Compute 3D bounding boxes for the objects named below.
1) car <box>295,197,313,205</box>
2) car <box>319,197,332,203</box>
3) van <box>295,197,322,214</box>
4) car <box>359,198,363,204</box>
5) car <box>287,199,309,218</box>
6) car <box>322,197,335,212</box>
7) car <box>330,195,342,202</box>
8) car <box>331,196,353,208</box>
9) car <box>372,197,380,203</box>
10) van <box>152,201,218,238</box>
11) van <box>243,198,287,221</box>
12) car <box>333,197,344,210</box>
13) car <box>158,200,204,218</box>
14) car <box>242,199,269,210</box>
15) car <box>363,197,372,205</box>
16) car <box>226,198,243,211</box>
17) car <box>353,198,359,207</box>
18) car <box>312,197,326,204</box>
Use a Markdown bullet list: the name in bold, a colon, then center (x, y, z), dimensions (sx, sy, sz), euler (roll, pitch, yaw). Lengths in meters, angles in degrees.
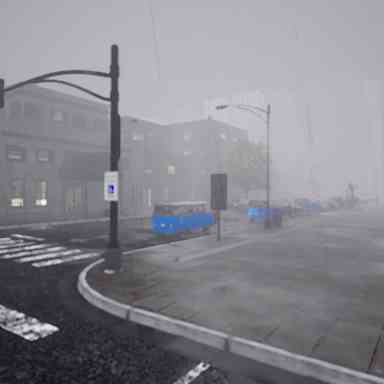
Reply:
- **car**: center (21.370, 1.703, 63.332), dimensions (1.887, 1.381, 4.507), euler (0, 0, 35)
- **car**: center (30.896, 1.790, 76.883), dimensions (1.947, 1.339, 4.313), euler (0, 0, 35)
- **van**: center (12.338, 1.468, 35.912), dimensions (1.690, 1.788, 3.998), euler (0, 0, 35)
- **car**: center (28.313, 1.746, 58.637), dimensions (1.752, 1.417, 4.829), euler (0, 0, 35)
- **car**: center (9.160, 1.654, 31.394), dimensions (1.887, 1.381, 4.507), euler (0, 0, 35)
- **car**: center (15.610, 1.670, 40.568), dimensions (1.752, 1.417, 4.829), euler (0, 0, 35)
- **car**: center (37.248, 1.710, 85.917), dimensions (1.967, 1.590, 4.097), euler (0, 0, 35)
- **car**: center (21.865, 1.496, 49.464), dimensions (2.192, 1.841, 5.009), euler (0, 0, 35)
- **car**: center (44.094, 1.898, 81.083), dimensions (1.947, 1.339, 4.313), euler (0, 0, 35)
- **van**: center (-0.365, 1.406, 17.843), dimensions (1.690, 1.788, 3.998), euler (0, 0, 35)
- **van**: center (5.986, 1.435, 26.878), dimensions (1.690, 1.788, 3.998), euler (0, 0, 35)
- **car**: center (18.687, 1.728, 44.946), dimensions (1.947, 1.339, 4.313), euler (0, 0, 35)
- **car**: center (-0.958, 1.557, 31.573), dimensions (1.752, 1.417, 4.829), euler (0, 0, 35)
- **car**: center (8.667, 1.627, 45.264), dimensions (1.887, 1.381, 4.507), euler (0, 0, 35)
- **car**: center (34.566, 1.808, 67.532), dimensions (1.887, 1.381, 4.507), euler (0, 0, 35)
- **car**: center (5.492, 1.505, 40.747), dimensions (1.967, 1.590, 4.097), euler (0, 0, 35)
- **car**: center (25.041, 1.515, 53.981), dimensions (2.192, 1.841, 5.009), euler (0, 0, 35)
- **car**: center (27.623, 1.726, 72.227), dimensions (1.752, 1.417, 4.829), euler (0, 0, 35)
